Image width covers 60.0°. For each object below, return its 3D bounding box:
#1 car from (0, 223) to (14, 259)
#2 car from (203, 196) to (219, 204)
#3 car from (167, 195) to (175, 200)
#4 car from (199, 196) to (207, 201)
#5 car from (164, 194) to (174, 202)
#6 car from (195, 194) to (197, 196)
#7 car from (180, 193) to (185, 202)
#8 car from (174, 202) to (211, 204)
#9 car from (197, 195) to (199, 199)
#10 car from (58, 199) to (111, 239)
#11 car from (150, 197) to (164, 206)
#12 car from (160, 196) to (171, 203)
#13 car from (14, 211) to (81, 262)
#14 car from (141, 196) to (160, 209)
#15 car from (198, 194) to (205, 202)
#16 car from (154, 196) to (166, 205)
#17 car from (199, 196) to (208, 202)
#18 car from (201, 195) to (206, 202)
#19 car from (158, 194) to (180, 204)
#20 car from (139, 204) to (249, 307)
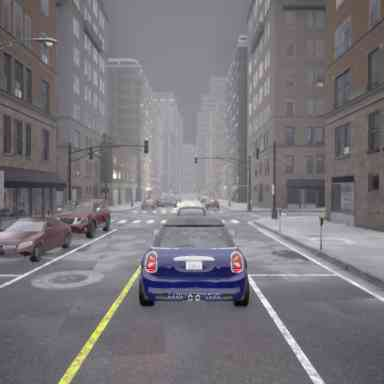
[{"bbox_3d":[-5.686,1.549,6.404,2.008,1.369,4.403,-1,0,0],"label":"car"},{"bbox_3d":[2.773,1.598,44.612,1.802,1.307,4.206,-1,0,0],"label":"car"},{"bbox_3d":[-5.841,1.541,94.655,1.967,1.590,4.097,-1,0,0],"label":"car"},{"bbox_3d":[2.705,1.630,83.556,2.008,1.369,4.403,-1,0,0],"label":"car"},{"bbox_3d":[-5.824,1.394,83.525,2.192,1.841,5.009,-1,0,0],"label":"car"},{"bbox_3d":[2.692,1.406,89.120,2.192,1.841,5.009,-1,0,0],"label":"car"},{"bbox_3d":[-3.132,1.542,68.105,2.128,1.511,4.902,0,0,0],"label":"car"},{"bbox_3d":[-0.014,1.504,17.331,1.837,1.490,4.892,0,0,0],"label":"car"},{"bbox_3d":[2.723,1.497,72.429,1.967,1.590,4.097,-1,0,0],"label":"car"},{"bbox_3d":[-5.708,1.314,17.570,2.192,1.841,5.009,-1,0,0],"label":"car"},{"bbox_3d":[-5.772,1.574,55.699,1.887,1.381,4.507,-1,0,0],"label":"car"},{"bbox_3d":[-5.801,1.608,72.393,2.008,1.369,4.403,-1,0,0],"label":"car"},{"bbox_3d":[-5.695,1.580,11.987,1.802,1.307,4.206,-1,0,0],"label":"car"},{"bbox_3d":[-5.752,1.598,44.570,1.802,1.307,4.206,-1,0,0],"label":"car"},{"bbox_3d":[2.734,1.591,66.865,1.887,1.381,4.507,-1,0,0],"label":"car"},{"bbox_3d":[-5.782,1.563,61.094,1.752,1.417,4.829,-1,0,0],"label":"car"},{"bbox_3d":[2.714,1.612,77.993,1.887,1.381,4.507,-1,0,0],"label":"car"},{"bbox_3d":[2.762,1.548,50.345,1.752,1.417,4.829,-1,0,0],"label":"car"},{"bbox_3d":[-3.175,1.371,47.070,2.097,1.767,4.553,0,0,0],"label":"car"},{"bbox_3d":[0.049,1.351,8.153,2.097,1.767,4.553,0,0,0],"label":"car"}]
